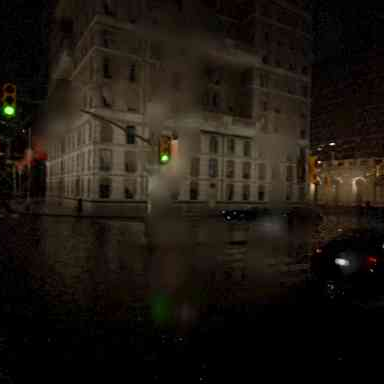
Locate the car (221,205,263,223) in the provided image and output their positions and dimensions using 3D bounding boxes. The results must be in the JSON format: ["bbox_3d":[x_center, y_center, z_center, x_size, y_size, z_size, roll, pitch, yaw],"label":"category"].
[{"bbox_3d":[4.747,1.733,27.094,4.718,1.301,1.895,2,0,-31],"label":"car"}]

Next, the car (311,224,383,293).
[{"bbox_3d":[5.168,1.703,9.304,4.181,1.385,1.994,2,0,-40],"label":"car"}]

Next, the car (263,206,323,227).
[{"bbox_3d":[7.768,1.775,24.825,4.181,1.385,1.994,2,0,-31],"label":"car"}]

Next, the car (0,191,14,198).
[{"bbox_3d":[-39.704,0.438,70.153,1.882,1.535,5.008,2,0,7],"label":"car"}]

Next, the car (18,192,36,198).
[{"bbox_3d":[-35.931,0.614,72.615,1.994,1.385,4.181,2,0,11],"label":"car"}]
